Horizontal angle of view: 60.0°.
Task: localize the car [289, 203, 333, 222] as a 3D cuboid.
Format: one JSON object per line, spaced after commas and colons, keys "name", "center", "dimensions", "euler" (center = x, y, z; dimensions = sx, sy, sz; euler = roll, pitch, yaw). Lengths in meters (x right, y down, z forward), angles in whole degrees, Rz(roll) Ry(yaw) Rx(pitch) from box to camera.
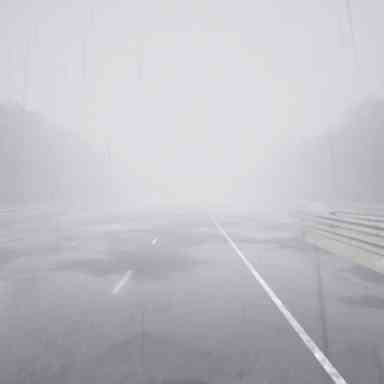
{"name": "car", "center": [9.731, 1.632, 27.412], "dimensions": [1.812, 1.442, 4.674], "euler": [0, 0, -11]}
